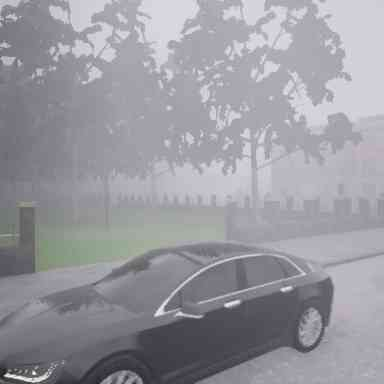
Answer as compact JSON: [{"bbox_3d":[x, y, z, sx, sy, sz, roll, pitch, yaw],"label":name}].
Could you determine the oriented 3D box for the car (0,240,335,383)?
[{"bbox_3d":[0.012,1.507,4.603,4.892,1.490,1.837,1,0,-35],"label":"car"}]
